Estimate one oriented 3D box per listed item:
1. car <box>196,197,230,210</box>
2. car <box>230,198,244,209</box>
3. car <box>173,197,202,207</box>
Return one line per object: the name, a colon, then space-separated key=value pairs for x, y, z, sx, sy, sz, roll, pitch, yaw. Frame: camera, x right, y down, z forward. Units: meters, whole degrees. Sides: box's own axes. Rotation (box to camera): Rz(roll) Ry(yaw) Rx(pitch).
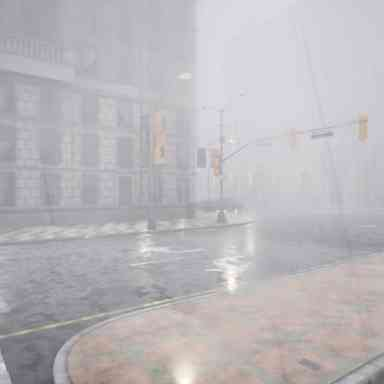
car: x=2.326 y=1.563 z=42.245 sx=1.994 sy=1.385 sz=4.181 roll=0 pitch=0 yaw=-36
car: x=4.887 y=1.504 z=44.678 sx=1.837 sy=1.490 sz=4.892 roll=0 pitch=0 yaw=-36
car: x=-0.798 y=1.546 z=52.624 sx=2.033 sy=1.411 sz=5.357 roll=0 pitch=0 yaw=-35
